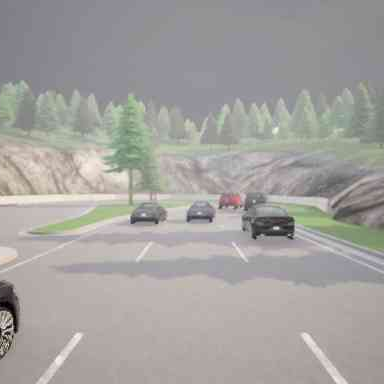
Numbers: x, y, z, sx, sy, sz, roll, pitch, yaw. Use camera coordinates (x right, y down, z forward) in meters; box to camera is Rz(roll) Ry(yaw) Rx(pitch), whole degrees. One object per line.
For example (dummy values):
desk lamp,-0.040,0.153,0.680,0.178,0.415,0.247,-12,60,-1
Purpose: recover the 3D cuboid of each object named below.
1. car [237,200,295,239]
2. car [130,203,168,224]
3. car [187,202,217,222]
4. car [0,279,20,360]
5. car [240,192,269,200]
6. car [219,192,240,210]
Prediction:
car,3.672,1.399,16.728,1.882,1.535,5.008,0,0,1
car,-2.943,1.453,23.494,1.994,1.385,4.181,0,0,5
car,0.784,1.446,25.221,1.994,1.385,4.181,0,0,7
car,-3.401,1.477,2.877,2.128,1.511,4.902,0,0,0
car,6.894,1.055,35.460,2.150,2.045,5.566,0,0,16
car,4.727,1.033,40.473,2.150,2.045,5.566,0,1,16
